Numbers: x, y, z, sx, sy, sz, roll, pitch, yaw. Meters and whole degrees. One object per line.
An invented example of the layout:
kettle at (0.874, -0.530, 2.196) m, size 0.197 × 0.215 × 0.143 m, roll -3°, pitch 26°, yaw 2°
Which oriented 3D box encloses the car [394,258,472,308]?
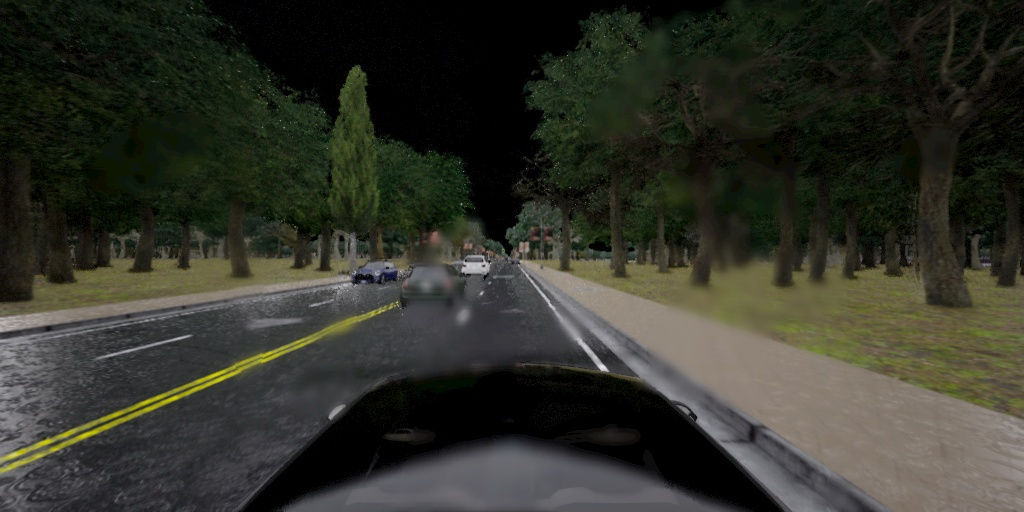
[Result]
car at (-3.166, 1.127, 15.405) m, size 2.097 × 1.767 × 4.553 m, roll 0°, pitch 0°, yaw 0°

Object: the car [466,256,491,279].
car at (-3.203, 0.992, 32.712) m, size 2.150 × 2.045 × 5.566 m, roll 0°, pitch 0°, yaw 0°

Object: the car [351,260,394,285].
car at (-9.883, 1.129, 26.128) m, size 2.097 × 1.767 × 4.553 m, roll 0°, pitch 0°, yaw 0°
